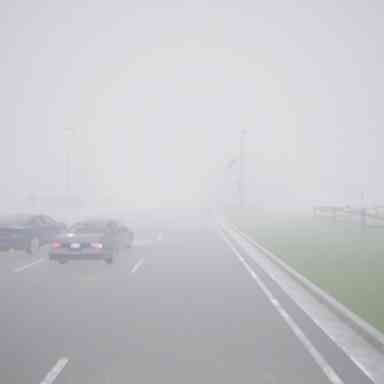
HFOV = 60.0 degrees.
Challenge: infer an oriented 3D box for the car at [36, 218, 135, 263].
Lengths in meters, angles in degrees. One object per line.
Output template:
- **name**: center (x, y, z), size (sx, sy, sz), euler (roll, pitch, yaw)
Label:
- **car**: center (-3.488, 1.687, 12.500), size (2.033, 1.411, 5.357), euler (0, -1, 0)

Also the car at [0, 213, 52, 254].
- **car**: center (-6.972, 1.635, 14.214), size (1.882, 1.535, 5.008), euler (0, 0, 0)
